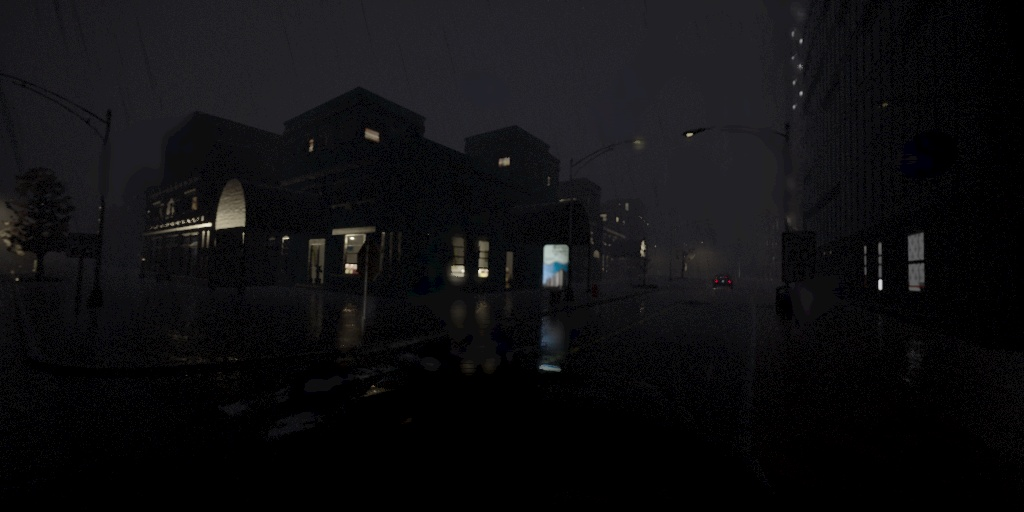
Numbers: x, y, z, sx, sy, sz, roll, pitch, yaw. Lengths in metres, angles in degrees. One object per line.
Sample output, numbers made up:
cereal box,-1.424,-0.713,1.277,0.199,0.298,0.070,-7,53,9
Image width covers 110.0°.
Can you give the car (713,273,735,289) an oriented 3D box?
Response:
car,22.441,2.685,38.073,2.033,1.411,5.357,0,-2,31
